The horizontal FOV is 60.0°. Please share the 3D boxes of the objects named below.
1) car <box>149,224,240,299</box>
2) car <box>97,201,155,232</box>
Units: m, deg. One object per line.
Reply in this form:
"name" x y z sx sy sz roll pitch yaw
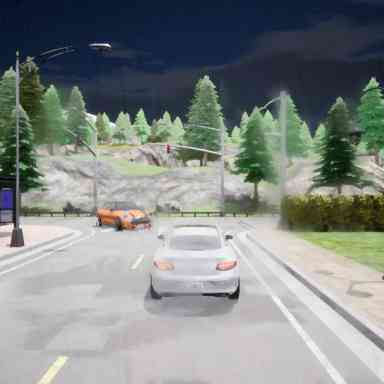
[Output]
"car" 0.077 1.526 8.310 1.812 1.442 4.674 0 0 1
"car" -4.129 1.354 20.328 2.097 1.767 4.553 -1 0 -36
